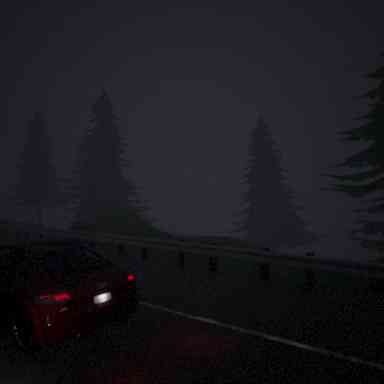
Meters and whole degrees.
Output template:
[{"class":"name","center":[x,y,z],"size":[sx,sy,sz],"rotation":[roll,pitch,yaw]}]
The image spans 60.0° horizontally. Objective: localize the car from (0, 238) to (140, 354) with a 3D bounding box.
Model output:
[{"class":"car","center":[-2.964,1.593,6.253],"size":[4.181,1.385,1.994],"rotation":[0,0,37]}]
